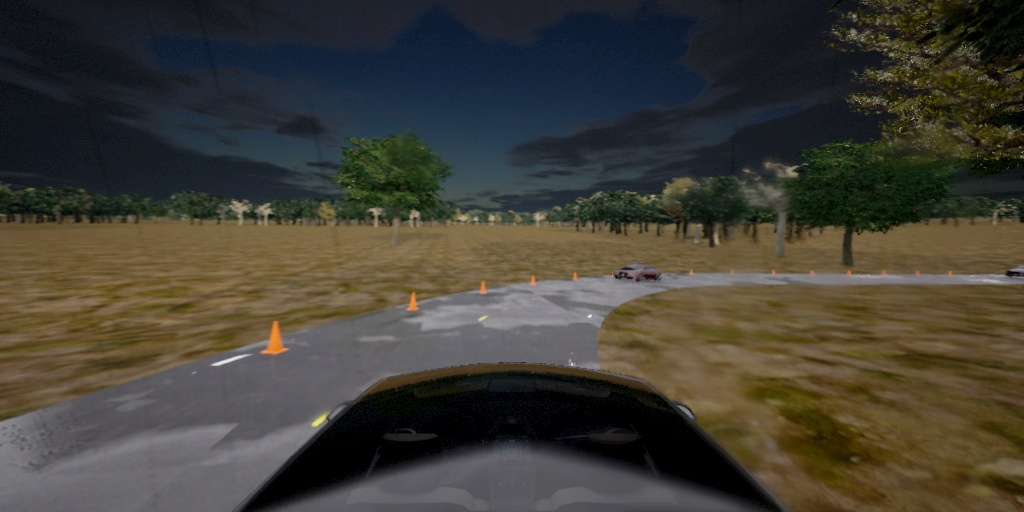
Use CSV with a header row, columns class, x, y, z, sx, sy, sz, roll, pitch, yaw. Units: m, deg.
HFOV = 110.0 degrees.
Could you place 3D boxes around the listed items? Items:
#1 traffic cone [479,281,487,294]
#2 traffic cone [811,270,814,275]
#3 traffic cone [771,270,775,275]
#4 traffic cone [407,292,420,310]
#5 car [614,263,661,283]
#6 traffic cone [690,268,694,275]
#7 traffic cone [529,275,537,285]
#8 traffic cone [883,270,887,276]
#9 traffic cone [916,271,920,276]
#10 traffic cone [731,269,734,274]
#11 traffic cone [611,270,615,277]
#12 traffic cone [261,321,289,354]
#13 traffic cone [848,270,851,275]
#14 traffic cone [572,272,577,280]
class,x,y,z,sx,sy,sz,roll,pitch,yaw
traffic cone,-1.403,1.487,17.265,0.340,0.580,0.340,0,0,26
traffic cone,32.798,1.784,39.165,0.340,0.580,0.340,0,0,-11
traffic cone,27.889,1.701,38.221,0.340,0.580,0.340,0,0,-11
traffic cone,-3.381,1.520,12.242,0.340,0.580,0.340,0,0,17
car,9.711,1.237,27.617,4.181,1.385,1.994,0,4,-39
traffic cone,17.724,1.522,35.458,0.340,0.580,0.340,0,0,-23
traffic cone,1.278,1.459,21.948,0.340,0.580,0.340,0,0,34
traffic cone,42.618,1.931,41.054,0.340,0.580,0.340,0,0,-11
traffic cone,47.528,2.004,41.998,0.340,0.580,0.340,0,0,-11
traffic cone,22.832,1.604,37.175,0.340,0.580,0.340,0,0,-14
traffic cone,8.515,1.445,29.908,0.340,0.580,0.340,0,0,-39
traffic cone,-4.610,1.559,6.983,0.340,0.580,0.340,0,0,9
traffic cone,37.708,1.857,40.110,0.340,0.580,0.340,0,0,-11
traffic cone,4.608,1.443,26.193,0.340,0.580,0.340,0,0,42
